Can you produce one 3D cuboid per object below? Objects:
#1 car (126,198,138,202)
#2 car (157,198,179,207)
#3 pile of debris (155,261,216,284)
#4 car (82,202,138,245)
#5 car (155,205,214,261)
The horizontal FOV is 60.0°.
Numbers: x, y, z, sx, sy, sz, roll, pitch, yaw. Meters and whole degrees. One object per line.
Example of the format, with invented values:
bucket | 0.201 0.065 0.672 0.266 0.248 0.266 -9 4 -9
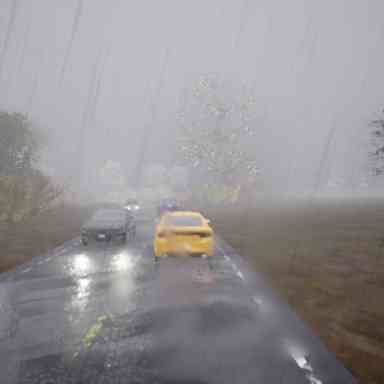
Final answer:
car | -10.312 1.648 57.400 1.895 1.301 4.718 0 0 -13
car | -2.364 1.343 32.884 2.097 1.767 4.553 0 0 -8
pile of debris | -0.204 2.166 9.093 1.500 0.140 1.860 0 0 -2
car | -3.745 1.468 15.630 1.882 1.535 5.008 0 0 -4
car | -0.332 1.466 12.289 1.882 1.535 5.008 0 0 -3
